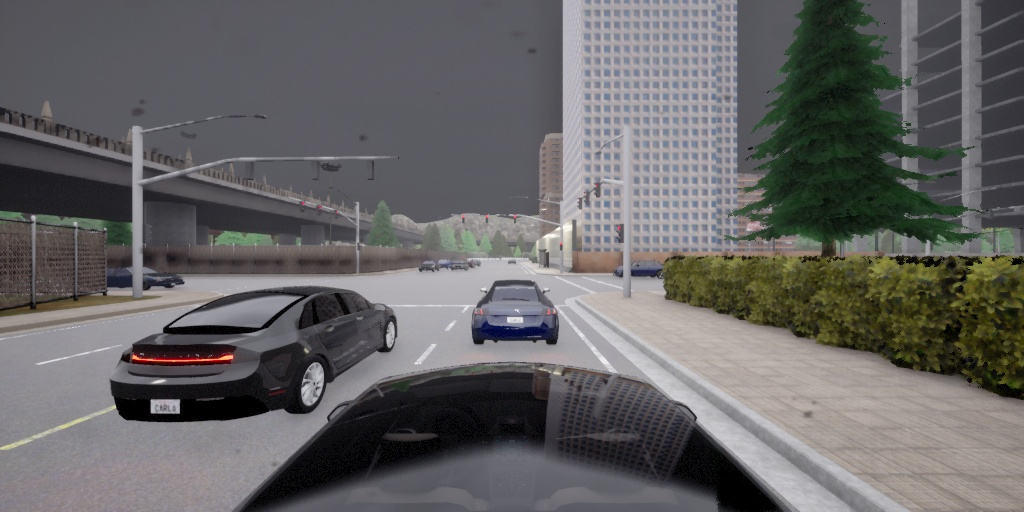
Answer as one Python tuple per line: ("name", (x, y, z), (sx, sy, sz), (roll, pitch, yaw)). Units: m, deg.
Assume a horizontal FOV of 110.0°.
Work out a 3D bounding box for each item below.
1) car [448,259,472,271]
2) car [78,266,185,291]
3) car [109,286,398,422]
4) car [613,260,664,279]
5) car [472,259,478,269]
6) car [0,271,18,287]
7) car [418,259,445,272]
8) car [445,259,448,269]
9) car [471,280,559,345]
("car", (-7.084, 1.314, 49.166), (1.994, 1.385, 4.181), (0, 0, 0))
("car", (-23.490, 1.353, 22.062), (5.357, 1.411, 2.033), (0, 0, 0))
("car", (-3.440, 1.255, 6.001), (1.837, 1.490, 4.892), (0, 0, 0))
("car", (11.644, 1.157, 32.834), (4.553, 1.767, 2.097), (0, 0, 0))
("car", (-7.082, 1.351, 57.920), (1.895, 1.301, 4.718), (0, 0, 0))
("car", (-33.555, 1.296, 22.041), (4.902, 1.511, 2.128), (0, 0, 0))
("car", (-10.592, 1.297, 46.413), (2.033, 1.411, 5.357), (0, 0, 0))
("car", (-10.587, 1.227, 55.863), (1.882, 1.535, 5.008), (0, 0, 0))
("car", (0.079, 1.314, 9.544), (1.994, 1.385, 4.181), (0, 0, 0))
